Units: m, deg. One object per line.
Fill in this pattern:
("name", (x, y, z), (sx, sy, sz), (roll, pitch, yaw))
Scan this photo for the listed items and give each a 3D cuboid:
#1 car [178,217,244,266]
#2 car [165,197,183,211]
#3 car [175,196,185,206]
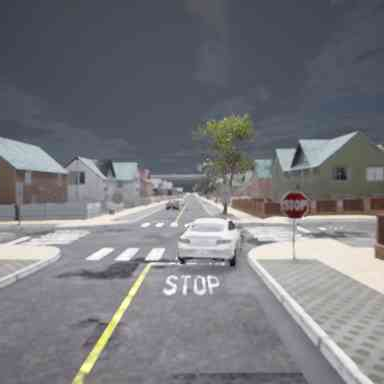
("car", (0.776, 1.611, 11.902), (1.812, 1.442, 4.674), (0, 0, 12))
("car", (-2.756, 1.874, 47.640), (2.033, 1.411, 5.357), (0, 0, 0))
("car", (-2.627, 1.771, 66.536), (2.150, 2.045, 5.566), (0, 0, 0))
